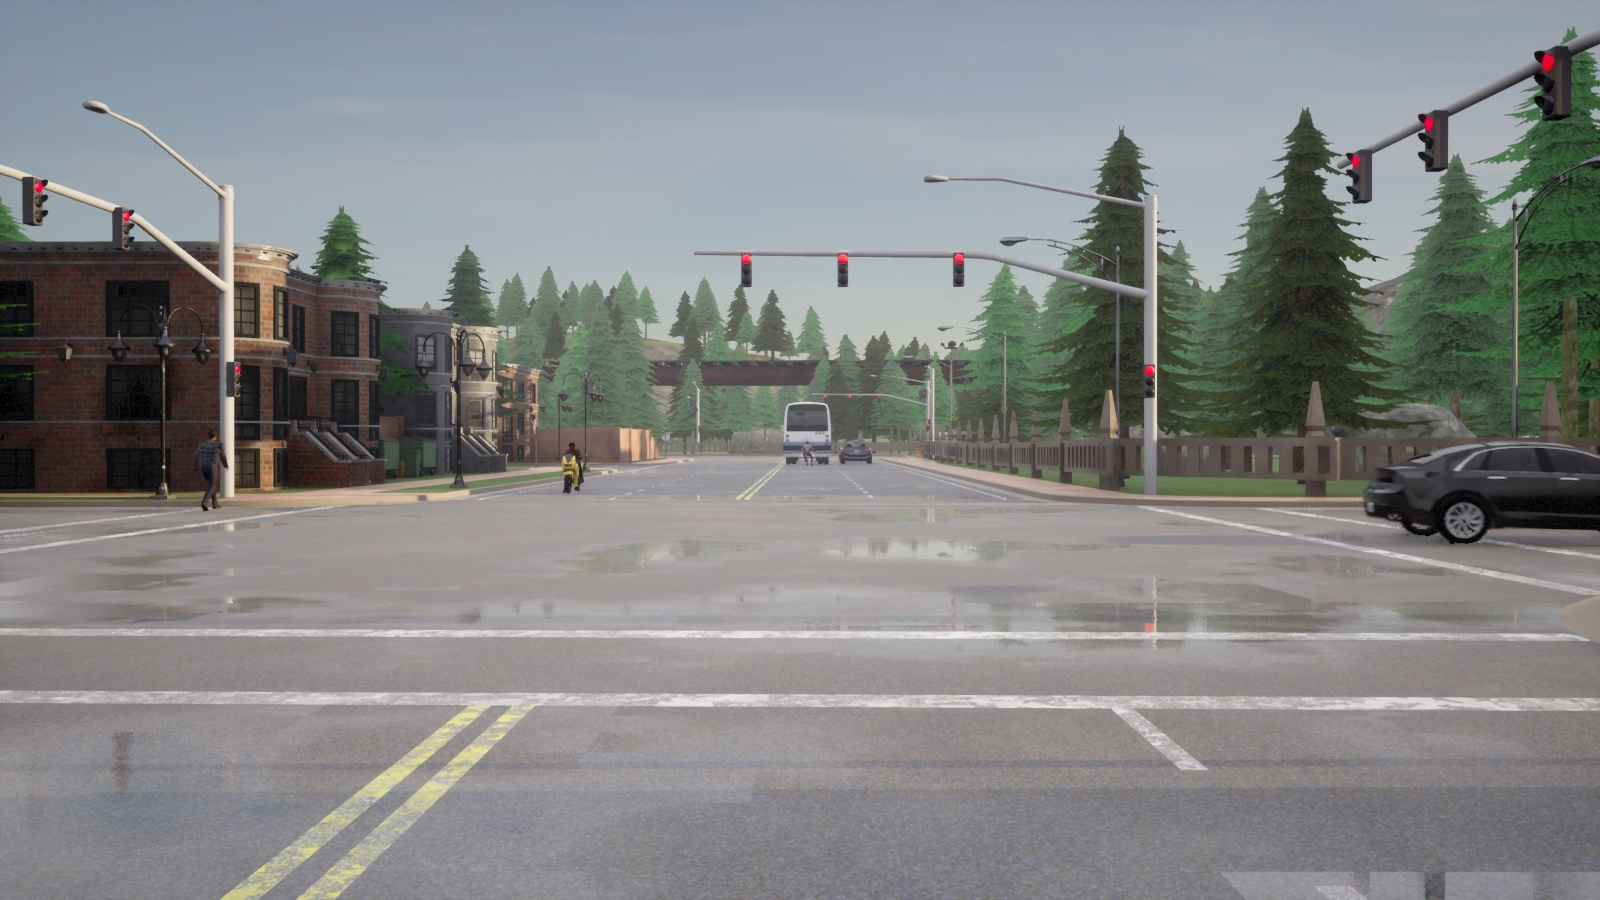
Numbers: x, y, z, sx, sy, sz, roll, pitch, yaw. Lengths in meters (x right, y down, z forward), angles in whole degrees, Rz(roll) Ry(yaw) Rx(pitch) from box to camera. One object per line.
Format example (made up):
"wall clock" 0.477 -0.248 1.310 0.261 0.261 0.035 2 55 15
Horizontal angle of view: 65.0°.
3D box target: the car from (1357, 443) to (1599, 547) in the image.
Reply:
"car" 11.281 0.653 19.011 4.892 1.490 1.837 0 0 8

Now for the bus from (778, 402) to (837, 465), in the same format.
"bus" 0.524 -1.136 89.810 3.944 4.253 10.273 0 0 0

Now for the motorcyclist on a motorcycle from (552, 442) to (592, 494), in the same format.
"motorcyclist on a motorcycle" -6.774 0.512 37.430 0.797 1.523 2.044 0 0 0

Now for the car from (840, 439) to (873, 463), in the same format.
"car" 4.025 0.083 90.532 2.242 1.667 4.611 0 0 1

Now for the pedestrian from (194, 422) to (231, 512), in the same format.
"pedestrian" -12.884 0.370 27.558 0.423 1.949 0.788 0 0 2
